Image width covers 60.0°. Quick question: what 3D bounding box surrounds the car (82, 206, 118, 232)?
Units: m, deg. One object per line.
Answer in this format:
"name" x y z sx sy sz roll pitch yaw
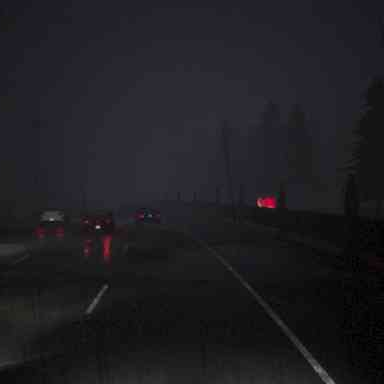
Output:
"car" -6.117 1.837 22.112 1.895 1.301 4.718 0 -1 -12

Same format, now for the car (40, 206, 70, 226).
"car" -10.875 1.820 26.551 1.812 1.442 4.674 0 -1 -16

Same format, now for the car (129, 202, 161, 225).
"car" -3.654 1.822 26.668 2.033 1.411 5.357 0 -1 -14

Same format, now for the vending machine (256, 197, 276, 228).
"vending machine" 5.264 1.413 23.552 1.100 2.100 0.880 0 -1 -12

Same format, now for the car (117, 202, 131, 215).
"car" -8.127 1.905 40.906 1.882 1.535 5.008 0 -1 -19
